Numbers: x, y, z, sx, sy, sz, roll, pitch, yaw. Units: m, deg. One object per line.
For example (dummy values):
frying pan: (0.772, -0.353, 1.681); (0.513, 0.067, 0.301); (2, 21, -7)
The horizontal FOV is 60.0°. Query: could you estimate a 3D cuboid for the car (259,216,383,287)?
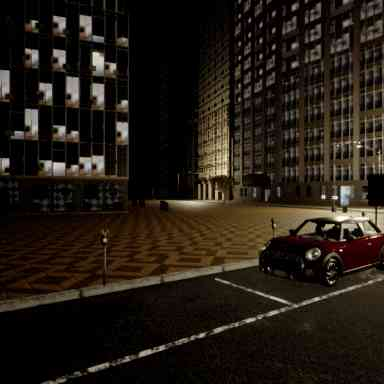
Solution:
car: (3.741, 1.439, 9.234); (4.097, 1.590, 1.967); (0, 0, -36)
